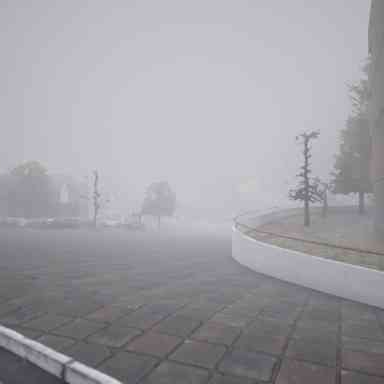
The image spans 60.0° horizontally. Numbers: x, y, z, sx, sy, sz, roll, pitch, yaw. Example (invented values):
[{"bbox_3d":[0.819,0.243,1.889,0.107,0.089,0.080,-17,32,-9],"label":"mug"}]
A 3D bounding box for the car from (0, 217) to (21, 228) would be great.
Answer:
[{"bbox_3d":[-25.556,4.040,44.175,4.674,1.452,2.002,0,-5,5],"label":"car"}]

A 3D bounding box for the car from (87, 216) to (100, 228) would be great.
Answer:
[{"bbox_3d":[-19.271,5.411,57.865,4.892,1.521,2.231,0,-5,5],"label":"car"}]

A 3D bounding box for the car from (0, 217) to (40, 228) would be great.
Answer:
[{"bbox_3d":[-24.313,4.323,46.922,4.674,1.452,2.002,0,-6,5],"label":"car"}]

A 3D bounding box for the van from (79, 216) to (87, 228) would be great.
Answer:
[{"bbox_3d":[-20.416,4.905,55.152,4.442,1.987,1.878,0,-6,5],"label":"van"}]

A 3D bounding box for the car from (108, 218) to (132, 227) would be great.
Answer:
[{"bbox_3d":[-14.258,6.577,68.801,4.674,1.452,2.002,0,-5,5],"label":"car"}]

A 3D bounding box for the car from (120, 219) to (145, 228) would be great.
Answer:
[{"bbox_3d":[-11.056,6.233,63.362,1.895,1.301,4.718,-1,-6,25],"label":"car"}]

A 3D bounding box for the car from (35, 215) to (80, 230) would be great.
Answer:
[{"bbox_3d":[-16.728,4.027,41.644,1.812,1.442,4.674,-1,-6,24],"label":"car"}]

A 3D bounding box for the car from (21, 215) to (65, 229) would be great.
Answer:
[{"bbox_3d":[-19.690,4.190,44.459,1.837,1.490,4.892,-1,-6,24],"label":"car"}]

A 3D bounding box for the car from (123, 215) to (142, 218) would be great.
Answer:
[{"bbox_3d":[-15.757,7.708,87.799,2.163,1.488,4.792,1,1,9],"label":"car"}]

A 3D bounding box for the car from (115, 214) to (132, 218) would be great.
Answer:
[{"bbox_3d":[-18.221,7.622,89.613,1.946,1.575,5.366,0,1,10],"label":"car"}]

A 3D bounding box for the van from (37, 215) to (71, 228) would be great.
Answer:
[{"bbox_3d":[-21.673,4.623,52.412,4.442,1.987,1.878,0,-6,5],"label":"van"}]

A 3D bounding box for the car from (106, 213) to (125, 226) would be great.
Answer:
[{"bbox_3d":[-20.874,7.458,90.907,2.185,1.767,4.553,0,1,10],"label":"car"}]

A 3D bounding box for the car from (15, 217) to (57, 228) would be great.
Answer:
[{"bbox_3d":[-23.237,4.561,49.675,5.366,1.575,1.946,0,-5,5],"label":"car"}]

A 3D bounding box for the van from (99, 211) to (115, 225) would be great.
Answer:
[{"bbox_3d":[-23.454,7.310,92.576,1.878,1.987,4.442,0,1,10],"label":"van"}]
